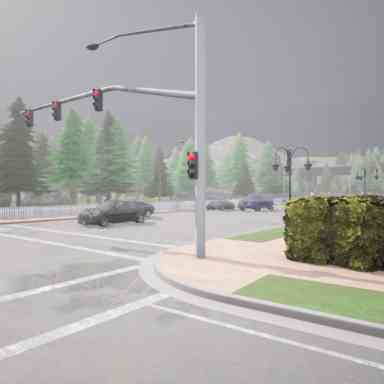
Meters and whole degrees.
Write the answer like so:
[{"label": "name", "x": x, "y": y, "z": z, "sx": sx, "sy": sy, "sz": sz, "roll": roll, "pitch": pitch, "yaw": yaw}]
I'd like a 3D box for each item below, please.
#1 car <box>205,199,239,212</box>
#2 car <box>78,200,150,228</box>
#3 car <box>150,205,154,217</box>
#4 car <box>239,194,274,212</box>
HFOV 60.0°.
[{"label": "car", "x": 3.305, "y": 1.563, "z": 39.021, "sx": 1.994, "sy": 1.385, "sz": 4.181, "roll": 0, "pitch": 0, "yaw": 39}, {"label": "car", "x": -5.376, "y": 1.354, "z": 22.527, "sx": 2.097, "sy": 1.767, "sz": 4.553, "roll": 0, "pitch": 0, "yaw": 39}, {"label": "car", "x": -5.317, "y": 1.505, "z": 28.224, "sx": 1.837, "sy": 1.490, "sz": 4.892, "roll": 0, "pitch": 0, "yaw": 39}, {"label": "car", "x": 7.546, "y": 1.223, "z": 38.703, "sx": 2.150, "sy": 2.045, "sz": 5.566, "roll": 0, "pitch": 0, "yaw": 39}]
